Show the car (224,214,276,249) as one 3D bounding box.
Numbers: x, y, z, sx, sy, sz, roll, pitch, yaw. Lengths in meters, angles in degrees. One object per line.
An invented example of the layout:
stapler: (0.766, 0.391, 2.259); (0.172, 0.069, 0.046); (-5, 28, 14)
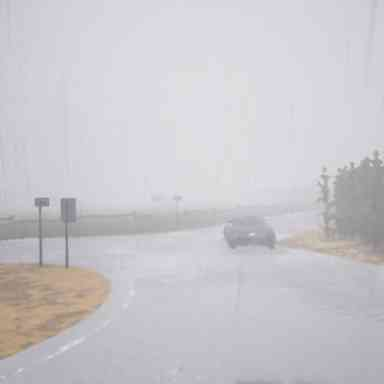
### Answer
car: (2.621, 1.726, 15.539); (1.994, 1.385, 4.181); (-2, -1, 4)
